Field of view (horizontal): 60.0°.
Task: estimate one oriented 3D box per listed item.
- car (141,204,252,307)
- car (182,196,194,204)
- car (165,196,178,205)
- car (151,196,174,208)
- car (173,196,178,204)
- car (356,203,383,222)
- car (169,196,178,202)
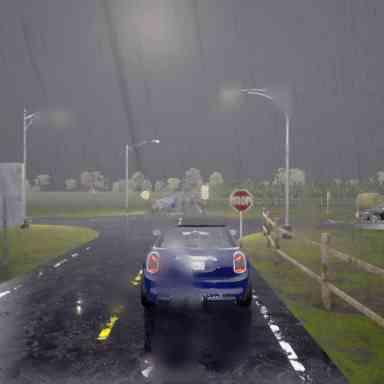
[{"bbox_3d":[0.072,1.350,8.128,2.097,1.767,4.553,0,0,0],"label":"car"},{"bbox_3d":[-0.697,1.454,57.483,2.128,1.511,4.902,0,0,-2],"label":"car"},{"bbox_3d":[-3.681,1.506,60.817,2.033,1.411,5.357,0,0,0],"label":"car"},{"bbox_3d":[-3.151,1.491,35.137,1.837,1.490,4.892,0,0,-1],"label":"car"},{"bbox_3d":[-3.392,1.451,47.866,1.882,1.535,5.008,0,0,-1],"label":"car"},{"bbox_3d":[14.661,1.487,24.294,4.902,1.511,2.128,0,0,9],"label":"car"},{"bbox_3d":[-4.091,1.525,74.902,1.895,1.301,4.718,0,0,-2],"label":"car"}]
